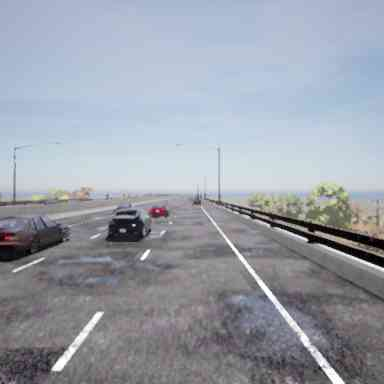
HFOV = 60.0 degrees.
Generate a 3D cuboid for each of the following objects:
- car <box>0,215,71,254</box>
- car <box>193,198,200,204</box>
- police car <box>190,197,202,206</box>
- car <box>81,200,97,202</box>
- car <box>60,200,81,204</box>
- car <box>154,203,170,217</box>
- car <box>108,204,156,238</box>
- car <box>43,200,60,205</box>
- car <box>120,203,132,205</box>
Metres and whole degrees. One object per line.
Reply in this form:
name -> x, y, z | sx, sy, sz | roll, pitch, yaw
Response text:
car -> -6.892, 1.671, 13.993 | 2.033, 1.411, 5.357 | 0, 0, 0
car -> 1.094, 2.163, 81.607 | 1.801, 1.575, 5.366 | 0, 0, 0
police car -> 1.088, 2.046, 71.528 | 1.930, 1.638, 5.238 | 0, 0, 0
car -> -17.501, 2.075, 58.704 | 1.994, 1.385, 4.181 | 0, 0, 1
car -> -20.983, 2.065, 59.364 | 2.033, 1.411, 5.357 | 0, 0, 1
car -> -3.381, 1.868, 34.831 | 1.994, 1.385, 4.181 | 0, 0, 0
car -> -3.390, 1.669, 18.728 | 1.837, 1.490, 4.892 | 0, -1, 0
car -> -24.492, 2.073, 58.469 | 1.994, 1.385, 4.181 | 0, 0, 1
car -> -6.881, 1.870, 34.996 | 1.994, 1.385, 4.181 | 0, 0, 0
